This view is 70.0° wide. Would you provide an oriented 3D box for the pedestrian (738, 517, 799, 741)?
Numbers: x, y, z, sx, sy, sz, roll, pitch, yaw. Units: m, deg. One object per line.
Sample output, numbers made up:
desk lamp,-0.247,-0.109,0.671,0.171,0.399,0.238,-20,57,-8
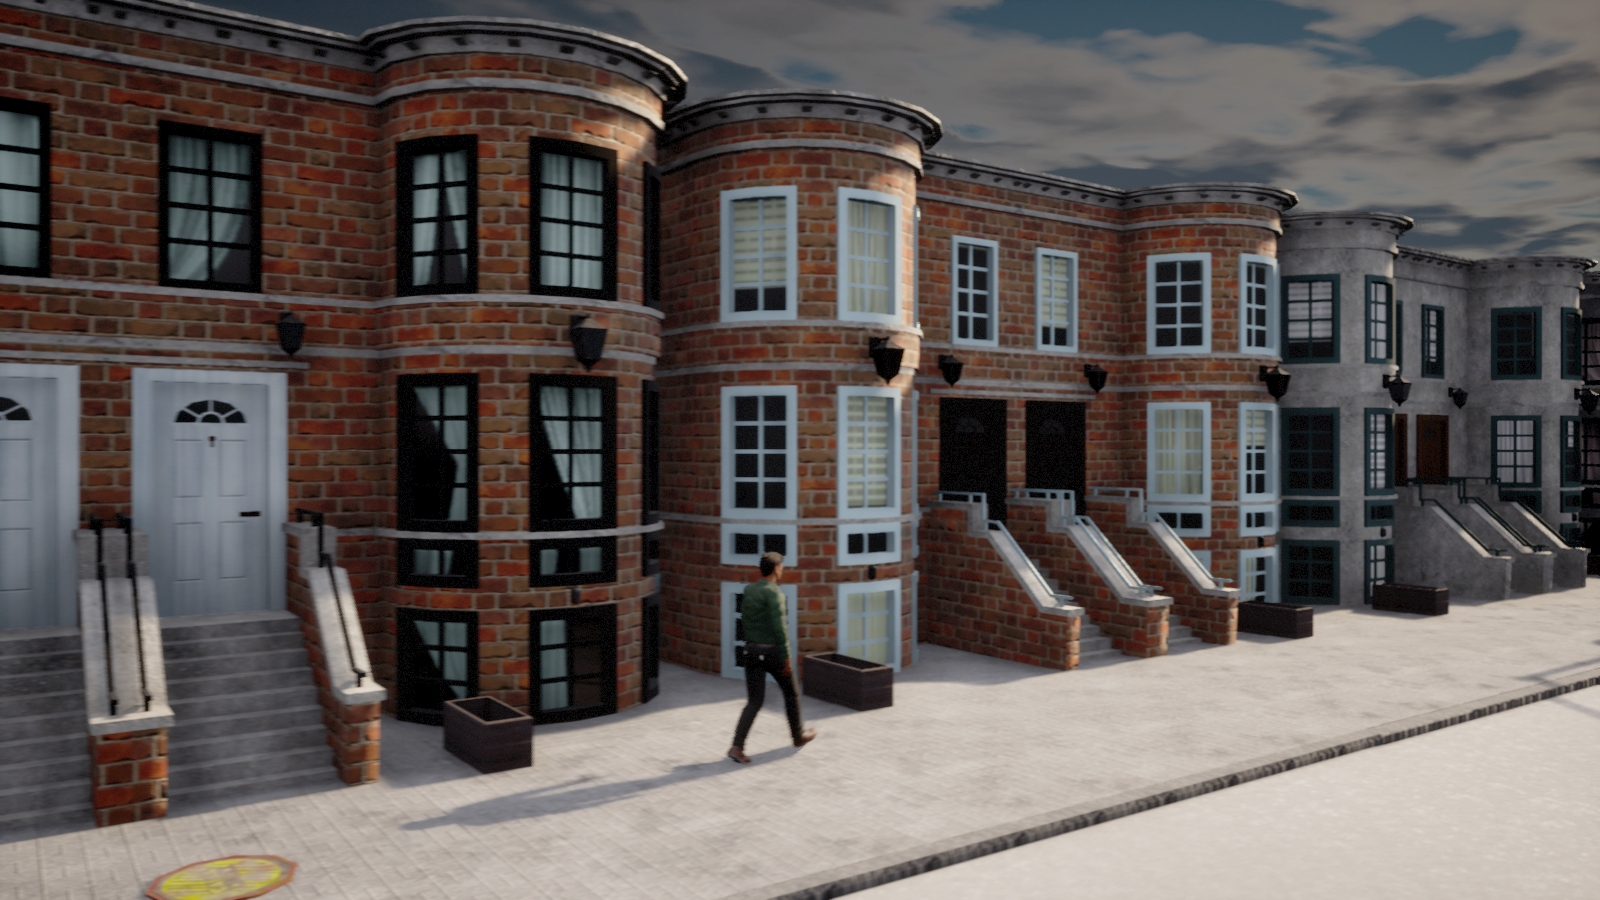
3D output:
pedestrian,-0.277,1.526,9.916,0.375,1.860,0.375,0,0,-43
